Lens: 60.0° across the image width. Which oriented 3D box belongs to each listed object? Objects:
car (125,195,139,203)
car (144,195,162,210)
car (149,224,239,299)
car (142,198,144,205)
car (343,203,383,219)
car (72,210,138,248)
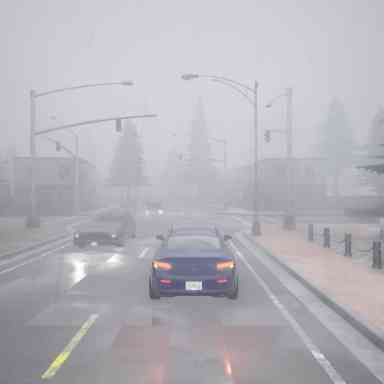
[{"bbox_3d":[-12.321,1.465,67.790,1.837,1.490,4.892,0,0,-26],"label":"car"},{"bbox_3d":[-4.914,1.443,43.136,1.882,1.535,5.008,0,0,-6],"label":"car"},{"bbox_3d":[0.045,1.526,8.305,1.812,1.442,4.674,0,0,0],"label":"car"},{"bbox_3d":[-6.813,1.318,53.622,2.097,1.767,4.553,0,0,-16],"label":"car"},{"bbox_3d":[15.459,1.585,28.173,4.718,1.301,1.895,0,0,2],"label":"car"},{"bbox_3d":[-3.650,1.548,15.042,2.033,1.411,5.357,0,0,0],"label":"car"}]
